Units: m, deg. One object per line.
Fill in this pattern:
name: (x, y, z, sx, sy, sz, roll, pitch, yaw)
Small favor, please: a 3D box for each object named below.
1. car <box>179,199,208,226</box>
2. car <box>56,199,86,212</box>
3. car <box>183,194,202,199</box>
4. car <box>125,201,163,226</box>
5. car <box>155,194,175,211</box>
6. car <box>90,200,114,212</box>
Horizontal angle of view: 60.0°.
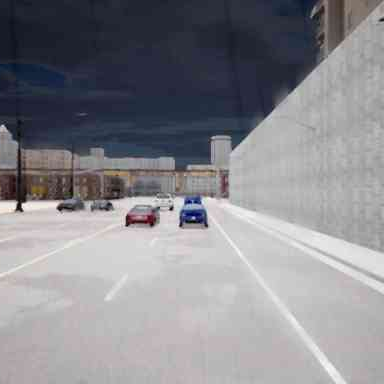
car: (0.098, 1.489, 23.343, 1.882, 1.535, 5.008, 0, 0, 0)
car: (-14.096, 1.567, 39.125, 2.033, 1.411, 5.357, 0, 0, 0)
car: (0.095, 1.242, 41.730, 2.150, 2.045, 5.566, 0, 0, 0)
car: (-3.404, 1.576, 23.412, 1.994, 1.385, 4.181, 0, 0, 0)
car: (-3.416, 1.242, 41.923, 2.150, 2.045, 5.566, 0, 0, 0)
car: (-10.593, 1.583, 39.342, 1.994, 1.385, 4.181, 0, 0, 0)
